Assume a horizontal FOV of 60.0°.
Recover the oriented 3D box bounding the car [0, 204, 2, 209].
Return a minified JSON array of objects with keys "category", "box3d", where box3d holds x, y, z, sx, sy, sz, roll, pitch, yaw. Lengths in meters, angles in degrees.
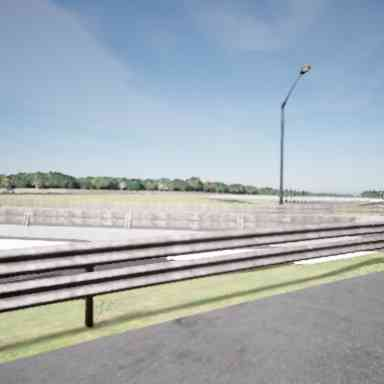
[{"category":"car","box3d":[-19.505,1.169,30.046,5.008,1.535,1.882,1,0,19]}]
